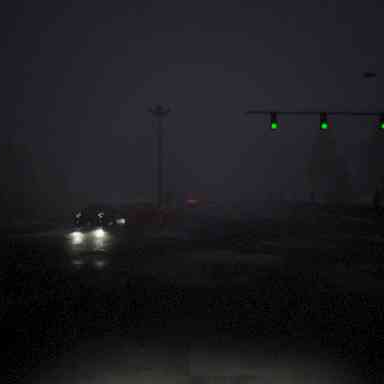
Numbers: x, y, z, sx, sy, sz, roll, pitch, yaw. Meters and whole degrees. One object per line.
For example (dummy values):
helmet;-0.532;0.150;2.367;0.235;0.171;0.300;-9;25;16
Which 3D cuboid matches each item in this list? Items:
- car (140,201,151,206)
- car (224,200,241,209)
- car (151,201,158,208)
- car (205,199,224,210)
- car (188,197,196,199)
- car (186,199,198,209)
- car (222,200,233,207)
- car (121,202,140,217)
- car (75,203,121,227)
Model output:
car;-7.081;2.020;44.509;1.812;1.442;4.674;0;-1;0
car;6.988;2.092;55.588;1.882;1.535;5.008;0;-1;0
car;-7.025;2.196;57.016;1.994;1.385;4.181;0;-1;0
car;3.589;2.184;52.736;1.895;1.301;4.718;0;-1;0
car;-0.015;1.980;66.038;2.150;2.045;5.566;0;-1;0
car;-0.012;2.221;56.032;1.895;1.301;4.718;0;-1;0
car;6.985;2.262;66.007;1.812;1.442;4.674;0;-1;0
car;-7.096;1.931;34.533;2.033;1.411;5.357;0;-1;0
car;-7.094;1.631;25.029;2.097;1.767;4.553;0;-1;0
